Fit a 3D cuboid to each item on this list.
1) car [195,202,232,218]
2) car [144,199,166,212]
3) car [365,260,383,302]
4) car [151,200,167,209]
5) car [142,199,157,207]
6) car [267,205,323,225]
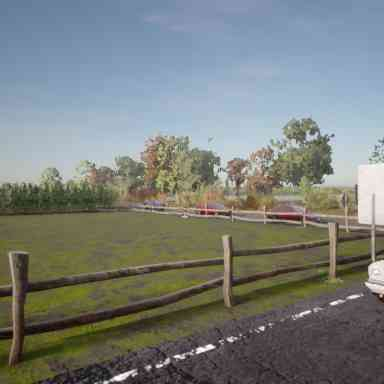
[{"bbox_3d":[2.332,1.849,35.025,1.882,1.535,5.008,-1,0,-34],"label":"car"},{"bbox_3d":[-5.473,2.134,48.399,1.994,1.385,4.181,-1,0,-25],"label":"car"},{"bbox_3d":[5.686,1.599,6.936,4.718,1.301,1.895,0,0,-34],"label":"car"},{"bbox_3d":[-5.744,2.175,57.614,1.812,1.442,4.674,0,-1,-17],"label":"car"},{"bbox_3d":[-8.643,2.255,67.409,2.128,1.511,4.902,0,0,-19],"label":"car"},{"bbox_3d":[8.107,1.756,26.634,1.812,1.442,4.674,-1,0,-35],"label":"car"}]
